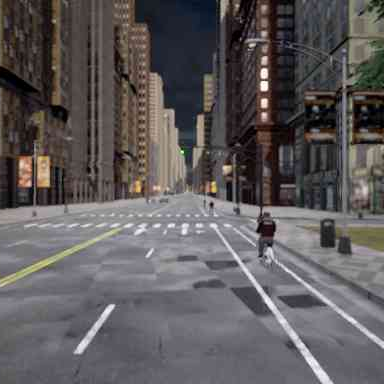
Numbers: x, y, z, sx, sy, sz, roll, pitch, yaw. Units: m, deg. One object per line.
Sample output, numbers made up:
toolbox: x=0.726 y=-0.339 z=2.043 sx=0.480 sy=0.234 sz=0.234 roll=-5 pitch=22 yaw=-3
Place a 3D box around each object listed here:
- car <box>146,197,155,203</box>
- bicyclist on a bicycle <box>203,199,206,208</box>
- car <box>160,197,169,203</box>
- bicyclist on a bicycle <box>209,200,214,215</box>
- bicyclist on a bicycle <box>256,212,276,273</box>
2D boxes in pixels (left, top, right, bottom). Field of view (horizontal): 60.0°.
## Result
car: x=-9.832 y=1.917 z=79.389 sx=2.128 sy=1.511 sz=4.902 roll=0 pitch=-1 yaw=0
bicyclist on a bicycle: x=2.193 y=2.017 z=56.140 sx=0.582 sy=1.620 sz=1.656 roll=0 pitch=-1 yaw=0
car: x=-6.582 y=1.944 z=79.393 sx=1.994 sy=1.385 sz=4.181 roll=0 pitch=-1 yaw=0
bicyclist on a bicycle: x=2.218 y=1.759 z=37.620 sx=0.659 sy=1.776 sz=1.843 roll=0 pitch=0 yaw=0
bicyclist on a bicycle: x=2.241 y=1.473 z=10.166 sx=0.659 sy=1.776 sz=1.843 roll=0 pitch=0 yaw=0
